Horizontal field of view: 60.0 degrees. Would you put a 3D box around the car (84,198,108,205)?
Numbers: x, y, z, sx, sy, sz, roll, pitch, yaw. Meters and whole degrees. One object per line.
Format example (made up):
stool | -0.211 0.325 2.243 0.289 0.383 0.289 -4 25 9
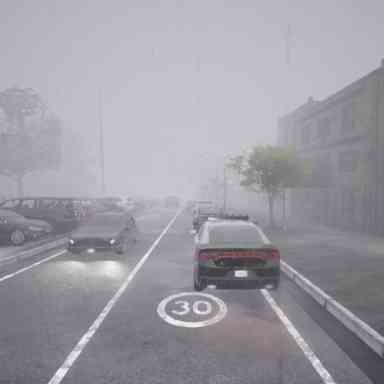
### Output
car | -21.953 2.168 76.213 4.892 1.521 2.231 0 -1 0

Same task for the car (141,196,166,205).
car | -8.839 1.919 76.597 5.566 2.045 2.435 0 -1 0

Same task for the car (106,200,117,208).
car | -8.827 1.607 26.141 4.892 1.521 2.231 0 -1 0

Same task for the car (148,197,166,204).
car | -8.905 2.148 85.005 4.553 1.767 2.185 0 -1 0

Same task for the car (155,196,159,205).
car | -8.826 1.994 59.775 4.792 1.488 2.163 0 -1 0

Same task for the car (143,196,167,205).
car | -8.841 1.953 79.400 5.566 2.045 2.435 0 -1 0

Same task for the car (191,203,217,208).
car | 0.987 1.583 19.095 1.837 1.490 4.892 0 -1 0

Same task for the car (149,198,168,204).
car | -8.869 2.309 87.806 4.892 1.521 2.231 0 -1 0

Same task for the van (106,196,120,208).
van | -8.950 1.406 28.946 4.442 1.987 1.878 0 -1 0

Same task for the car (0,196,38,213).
car | -21.893 1.482 39.978 5.566 2.045 2.435 0 -1 0

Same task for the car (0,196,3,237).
car | -8.869 1.231 9.324 5.566 2.045 2.435 0 0 0

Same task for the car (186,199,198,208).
car | 0.041 2.058 59.947 1.994 1.385 4.181 0 -1 0

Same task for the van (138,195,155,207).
van | -8.735 1.670 54.172 4.442 1.987 1.878 0 -1 0

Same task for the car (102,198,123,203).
car | -22.145 2.368 92.867 5.366 1.575 1.946 0 -1 0

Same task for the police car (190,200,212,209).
police car | 0.991 1.558 25.215 1.930 1.638 5.238 0 -1 0

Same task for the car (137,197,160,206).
car | -8.893 1.942 68.186 4.553 1.767 2.185 0 -1 0

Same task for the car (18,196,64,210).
car | -21.898 1.574 48.333 5.566 2.045 2.435 0 -1 0

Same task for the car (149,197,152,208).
car | -9.033 1.824 48.563 5.366 1.575 1.946 0 -1 0

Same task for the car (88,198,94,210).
car | -8.800 1.430 20.534 4.553 1.767 2.185 0 -1 0

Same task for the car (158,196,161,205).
car | -8.852 1.999 62.578 5.008 1.535 2.097 0 -1 0

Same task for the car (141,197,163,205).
car | -8.834 2.010 73.792 4.553 1.767 2.185 0 -1 0

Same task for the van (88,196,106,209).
van | -8.716 1.355 23.339 4.442 1.987 1.878 0 -1 0

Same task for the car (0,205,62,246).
car | -8.841 1.513 14.927 4.892 1.521 2.231 0 0 0

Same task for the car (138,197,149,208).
car | -8.840 1.794 45.763 5.008 1.535 2.097 0 -1 0

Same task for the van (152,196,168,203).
van | -8.996 2.150 93.415 4.442 1.987 1.878 0 -1 0

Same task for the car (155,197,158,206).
car | -8.824 1.960 56.972 4.792 1.488 2.163 0 -1 0

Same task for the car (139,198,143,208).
car | -8.812 1.764 40.155 4.792 1.488 2.163 0 -1 0

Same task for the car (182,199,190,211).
car | 0.071 1.880 46.267 2.033 1.411 5.357 0 -1 1

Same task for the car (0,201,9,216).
car | -21.887 1.711 34.407 4.792 1.488 2.163 0 -1 0

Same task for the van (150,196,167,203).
van | -8.994 2.116 90.612 4.442 1.987 1.878 0 -1 0

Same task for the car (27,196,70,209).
car | -21.900 1.607 50.994 5.566 2.045 2.435 0 -1 0

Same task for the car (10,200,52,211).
car | -21.922 1.832 45.422 4.674 1.452 2.002 0 -1 0

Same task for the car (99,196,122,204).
car | -21.985 2.085 90.094 5.566 2.045 2.435 0 -1 0

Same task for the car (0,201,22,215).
car | -21.947 1.736 37.192 4.792 1.488 2.163 0 -1 0

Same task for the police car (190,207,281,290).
police car | 0.981 1.431 9.187 1.930 1.638 5.238 0 0 0

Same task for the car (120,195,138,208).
car | -8.866 1.431 34.553 5.566 2.045 2.435 0 -1 0

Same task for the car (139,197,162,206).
car | -8.832 1.976 70.989 4.553 1.767 2.185 0 -1 0

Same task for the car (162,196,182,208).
car | -3.303 1.664 55.513 2.150 2.045 5.566 0 -1 0

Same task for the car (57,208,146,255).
car | -3.341 1.579 13.664 2.033 1.411 5.357 0 0 0

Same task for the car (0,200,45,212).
car | -21.917 1.763 42.762 5.008 1.535 2.097 0 -1 0

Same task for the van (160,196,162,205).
van | -8.743 1.807 65.384 4.442 1.987 1.878 0 -1 0

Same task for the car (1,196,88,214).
car | -8.861 1.283 17.735 5.566 2.045 2.435 0 0 0

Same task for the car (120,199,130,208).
car | -8.830 1.657 31.747 5.008 1.535 2.097 0 -1 0
